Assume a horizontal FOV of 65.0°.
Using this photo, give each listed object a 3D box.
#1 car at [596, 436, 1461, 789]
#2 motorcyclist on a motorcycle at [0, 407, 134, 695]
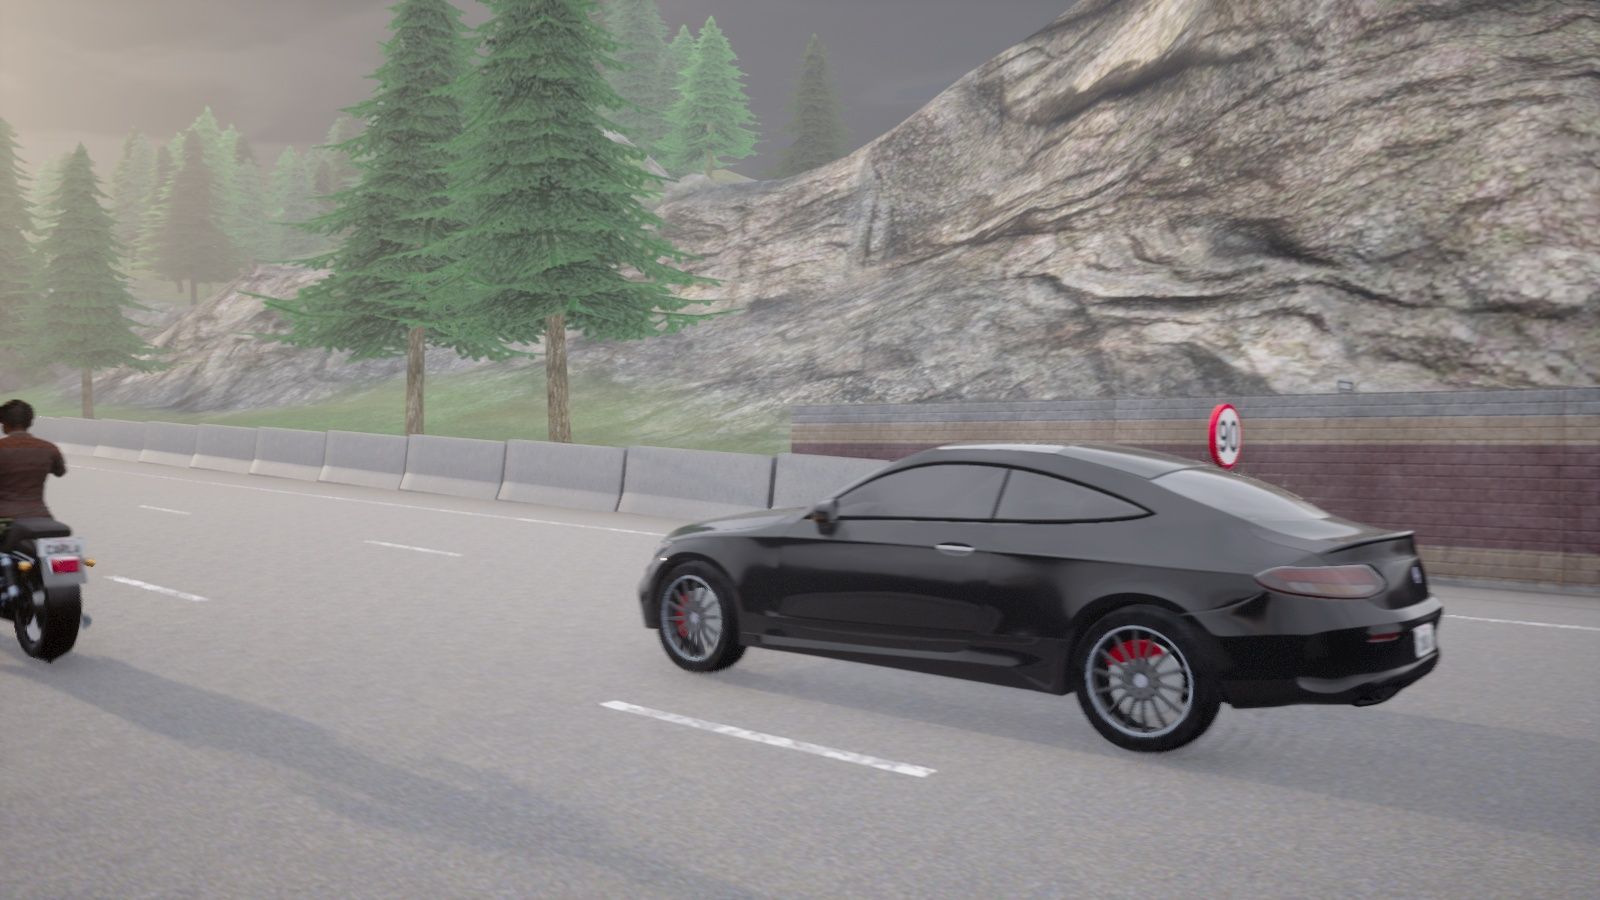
[{"bbox_3d":[1.079,0.648,7.348,4.674,1.442,1.812,1,1,39],"label":"car"},{"bbox_3d":[-5.244,0.570,8.247,2.350,1.649,0.766,0,1,42],"label":"motorcyclist on a motorcycle"}]
